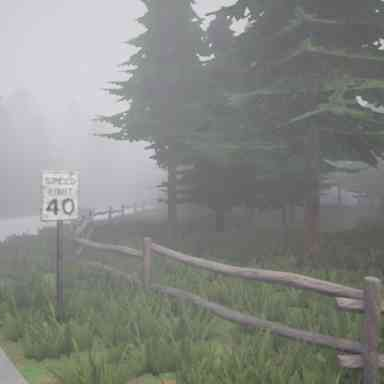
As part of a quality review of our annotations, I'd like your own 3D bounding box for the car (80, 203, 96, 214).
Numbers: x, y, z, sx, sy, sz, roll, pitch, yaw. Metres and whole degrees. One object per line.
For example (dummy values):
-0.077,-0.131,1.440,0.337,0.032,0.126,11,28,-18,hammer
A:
-9.607,1.526,26.881,2.033,1.411,5.357,0,0,8,car
